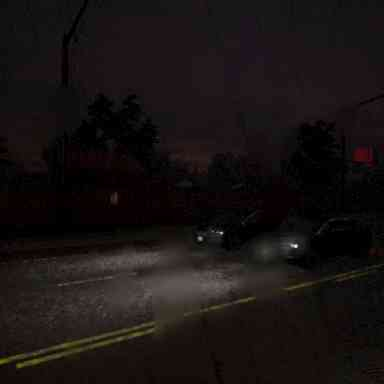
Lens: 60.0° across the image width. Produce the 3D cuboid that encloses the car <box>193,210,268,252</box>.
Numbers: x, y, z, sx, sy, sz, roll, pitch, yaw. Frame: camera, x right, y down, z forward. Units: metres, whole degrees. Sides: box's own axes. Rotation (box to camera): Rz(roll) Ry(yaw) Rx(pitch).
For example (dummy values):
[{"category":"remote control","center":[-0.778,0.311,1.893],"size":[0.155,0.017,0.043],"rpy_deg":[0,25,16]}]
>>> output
[{"category":"car","center":[2.315,1.533,14.244],"size":[4.902,1.511,2.128],"rpy_deg":[0,0,-36]}]

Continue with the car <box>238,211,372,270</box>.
[{"category":"car","center":[4.176,1.533,11.273],"size":[4.902,1.511,2.128],"rpy_deg":[0,0,-36]}]
